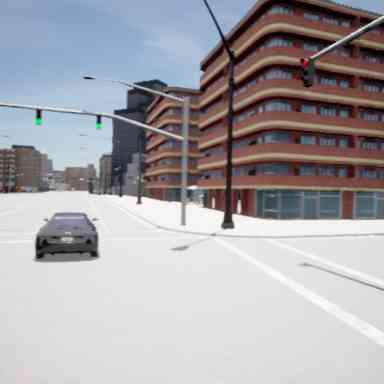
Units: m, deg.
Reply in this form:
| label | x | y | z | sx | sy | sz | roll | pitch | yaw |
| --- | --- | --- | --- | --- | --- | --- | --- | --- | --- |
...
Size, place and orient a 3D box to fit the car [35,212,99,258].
| label | x | y | z | sx | sy | sz | roll | pitch | yaw |
| --- | --- | --- | --- | --- | --- | --- | --- | --- | --- |
| car | -4.463 | 1.417 | 12.213 | 1.994 | 1.385 | 4.181 | 1 | 0 | -18 |
